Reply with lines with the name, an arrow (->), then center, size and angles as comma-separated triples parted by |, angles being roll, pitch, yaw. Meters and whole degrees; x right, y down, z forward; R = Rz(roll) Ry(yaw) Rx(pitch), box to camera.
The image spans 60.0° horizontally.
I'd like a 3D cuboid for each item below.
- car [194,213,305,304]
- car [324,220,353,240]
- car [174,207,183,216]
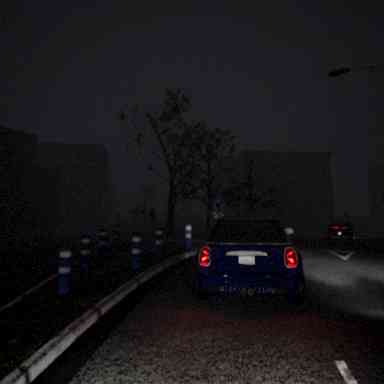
car -> 1.412, 1.294, 8.169 | 2.097, 1.767, 4.553 | -1, -1, 11
car -> 11.962, 3.069, 27.121 | 1.837, 1.490, 4.892 | -1, -6, 22
car -> -4.238, 5.418, 86.204 | 1.895, 1.301, 4.718 | 0, 0, 3
